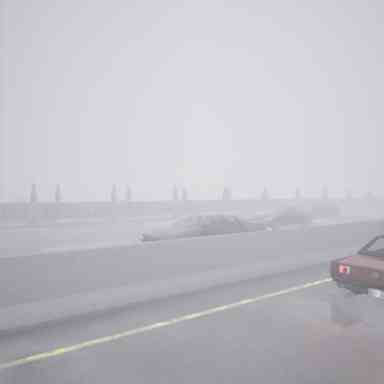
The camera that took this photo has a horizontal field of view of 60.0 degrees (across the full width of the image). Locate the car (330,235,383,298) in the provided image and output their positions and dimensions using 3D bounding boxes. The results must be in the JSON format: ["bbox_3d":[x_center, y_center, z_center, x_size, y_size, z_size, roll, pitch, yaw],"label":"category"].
[{"bbox_3d":[5.260,1.601,7.499,4.718,1.301,1.895,0,0,-35],"label":"car"}]

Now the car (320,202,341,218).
[{"bbox_3d":[10.796,1.551,28.888,5.357,1.411,2.033,0,0,-35],"label":"car"}]

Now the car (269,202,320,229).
[{"bbox_3d":[5.694,1.527,20.950,4.674,1.442,1.812,0,0,-35],"label":"car"}]

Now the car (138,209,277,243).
[{"bbox_3d":[0.631,1.548,13.042,5.357,1.411,2.033,0,0,-35],"label":"car"}]
